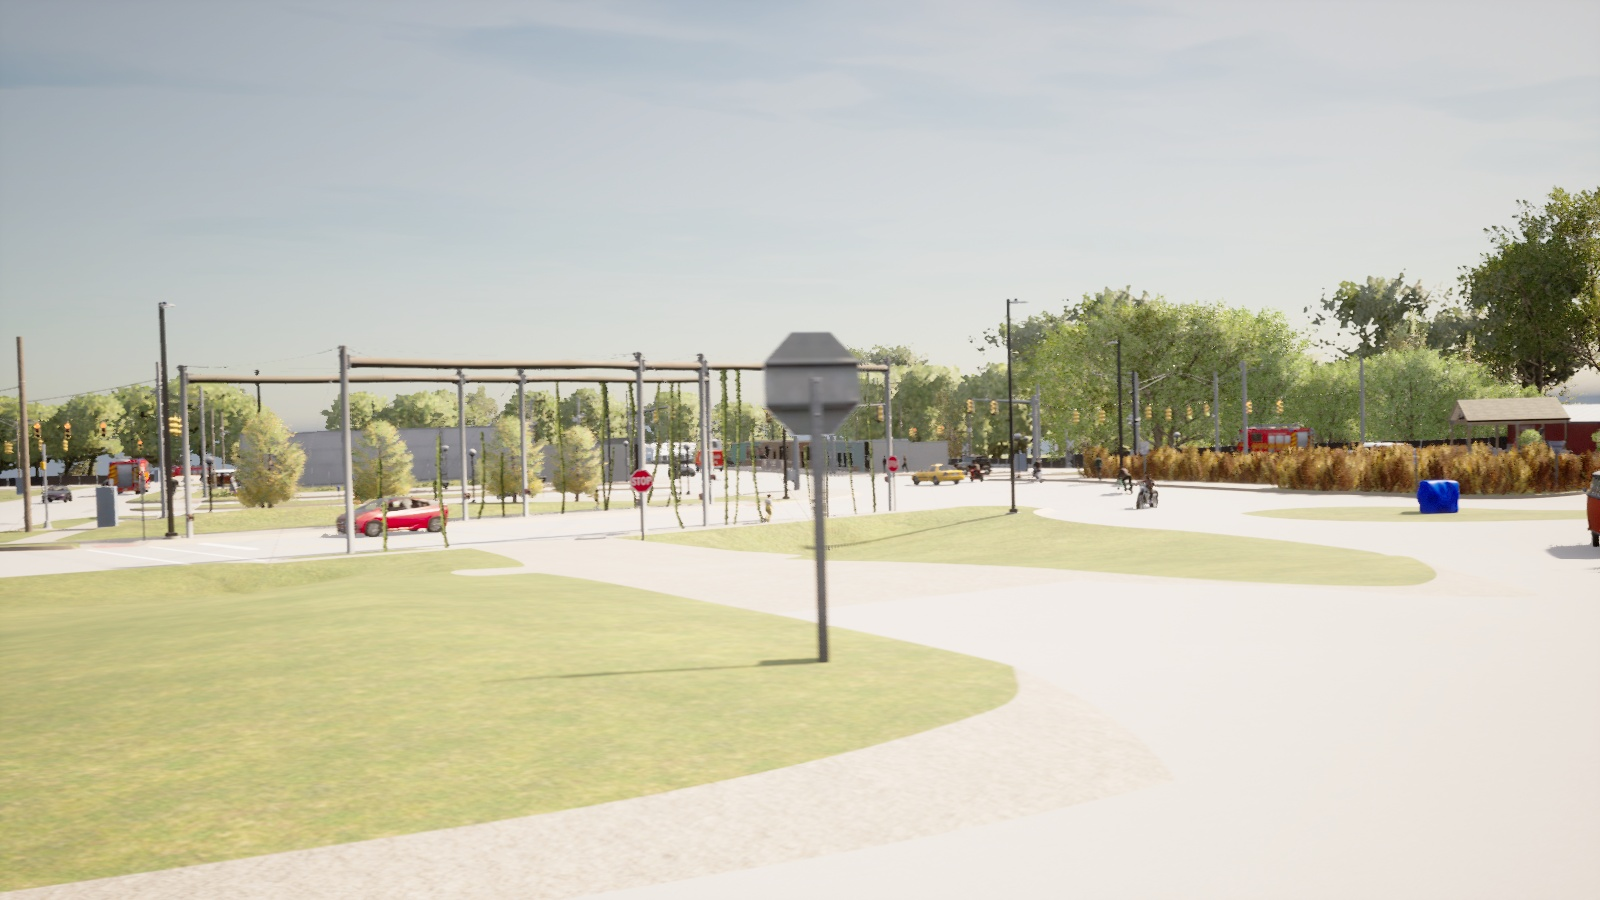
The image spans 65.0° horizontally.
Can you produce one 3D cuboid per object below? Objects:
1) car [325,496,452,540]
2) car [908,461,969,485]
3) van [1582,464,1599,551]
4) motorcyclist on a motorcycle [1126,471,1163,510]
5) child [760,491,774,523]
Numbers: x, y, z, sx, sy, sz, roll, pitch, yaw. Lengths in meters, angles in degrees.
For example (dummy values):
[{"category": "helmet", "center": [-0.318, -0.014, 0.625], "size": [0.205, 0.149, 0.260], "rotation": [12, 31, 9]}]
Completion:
[{"category": "car", "center": [-16.773, 2.730, 51.288], "size": [2.007, 1.525, 4.514], "rotation": [-1, 0, 41]}, {"category": "car", "center": [9.689, 1.611, 88.451], "size": [1.801, 1.575, 5.366], "rotation": [-3, 0, -23]}, {"category": "van", "center": [20.158, 1.352, 30.286], "size": [1.775, 1.987, 4.442], "rotation": [-2, -1, 27]}, {"category": "motorcyclist on a motorcycle", "center": [15.451, 1.796, 56.309], "size": [0.766, 1.649, 2.350], "rotation": [0, 1, 37]}, {"category": "child", "center": [-1.361, 2.338, 51.658], "size": [0.270, 1.263, 0.437], "rotation": [-1, 2, 43]}]
